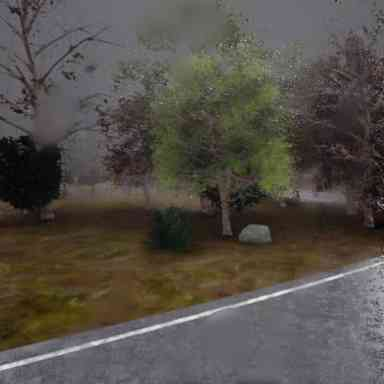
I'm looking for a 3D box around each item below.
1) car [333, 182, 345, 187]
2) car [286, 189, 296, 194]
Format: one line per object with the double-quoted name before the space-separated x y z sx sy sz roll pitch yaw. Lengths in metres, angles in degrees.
"car" 33.927 -1.871 78.053 4.553 1.767 2.097 -4 2 -16
"car" 20.496 -0.335 68.061 1.895 1.301 4.718 -2 3 31
